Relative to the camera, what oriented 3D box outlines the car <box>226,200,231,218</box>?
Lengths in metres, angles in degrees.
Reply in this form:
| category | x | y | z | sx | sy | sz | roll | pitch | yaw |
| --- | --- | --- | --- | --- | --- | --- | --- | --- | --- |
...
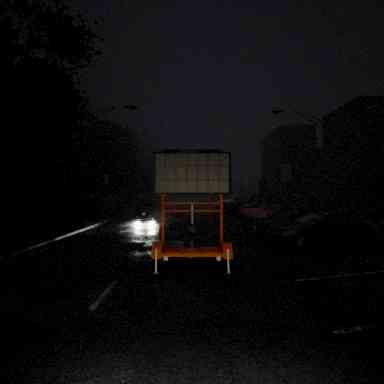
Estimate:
| category | x | y | z | sx | sy | sz | roll | pitch | yaw |
| --- | --- | --- | --- | --- | --- | --- | --- | --- | --- |
| car | 5.365 | 1.538 | 25.810 | 4.674 | 1.452 | 2.002 | 1 | 0 | -20 |

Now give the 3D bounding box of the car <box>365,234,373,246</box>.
| category | x | y | z | sx | sy | sz | roll | pitch | yaw |
| --- | --- | --- | --- | --- | --- | --- | --- | --- | --- |
| car | 5.314 | 1.487 | 4.800 | 4.892 | 1.521 | 2.231 | 1 | 0 | -20 |

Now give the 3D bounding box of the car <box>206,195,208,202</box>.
| category | x | y | z | sx | sy | sz | roll | pitch | yaw |
| --- | --- | --- | --- | --- | --- | --- | --- | --- | --- |
| car | 5.497 | 1.583 | 55.839 | 5.008 | 1.535 | 2.097 | 1 | -1 | -20 |

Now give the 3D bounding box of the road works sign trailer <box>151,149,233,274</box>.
| category | x | y | z | sx | sy | sz | roll | pitch | yaw |
| --- | --- | --- | --- | --- | --- | --- | --- | --- | --- |
| road works sign trailer | 0.009 | 0.465 | 10.529 | 2.380 | 3.560 | 2.880 | 0 | 0 | 0 |

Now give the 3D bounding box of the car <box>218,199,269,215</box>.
| category | x | y | z | sx | sy | sz | roll | pitch | yaw |
| --- | --- | --- | --- | --- | --- | --- | --- | --- | --- |
| car | 5.384 | 1.545 | 34.803 | 4.792 | 1.488 | 2.163 | 1 | 0 | -20 |

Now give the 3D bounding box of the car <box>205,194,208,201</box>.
| category | x | y | z | sx | sy | sz | roll | pitch | yaw |
| --- | --- | --- | --- | --- | --- | --- | --- | --- | --- |
| car | 5.347 | 1.613 | 64.784 | 5.366 | 1.575 | 1.946 | 1 | 0 | -20 |

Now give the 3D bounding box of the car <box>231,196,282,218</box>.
| category | x | y | z | sx | sy | sz | roll | pitch | yaw |
| --- | --- | --- | --- | --- | --- | --- | --- | --- | --- |
| car | 5.388 | 1.369 | 22.813 | 4.553 | 1.767 | 2.185 | 1 | 0 | -20 |

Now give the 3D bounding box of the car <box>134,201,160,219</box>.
| category | x | y | z | sx | sy | sz | roll | pitch | yaw |
| --- | --- | --- | --- | --- | --- | --- | --- | --- | --- |
| car | -3.864 | 1.509 | 29.023 | 2.128 | 1.511 | 4.902 | 0 | 0 | 0 |

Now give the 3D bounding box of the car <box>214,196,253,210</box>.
| category | x | y | z | sx | sy | sz | roll | pitch | yaw |
| --- | --- | --- | --- | --- | --- | --- | --- | --- | --- |
| car | 5.425 | 1.414 | 43.819 | 4.553 | 1.767 | 2.185 | 1 | 0 | -20 |

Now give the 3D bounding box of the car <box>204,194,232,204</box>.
| category | x | y | z | sx | sy | sz | roll | pitch | yaw |
| --- | --- | --- | --- | --- | --- | --- | --- | --- | --- |
| car | 5.549 | 1.391 | 70.877 | 5.566 | 2.045 | 2.435 | 1 | 0 | -20 |

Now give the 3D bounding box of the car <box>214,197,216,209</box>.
| category | x | y | z | sx | sy | sz | roll | pitch | yaw |
| --- | --- | --- | --- | --- | --- | --- | --- | --- | --- |
| car | 5.223 | 1.503 | 31.746 | 5.366 | 1.575 | 1.946 | 1 | 0 | -20 |

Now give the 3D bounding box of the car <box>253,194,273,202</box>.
| category | x | y | z | sx | sy | sz | roll | pitch | yaw |
| --- | --- | --- | --- | --- | --- | --- | --- | --- | --- |
| car | 18.548 | 1.463 | 86.843 | 2.435 | 2.045 | 5.566 | 0 | 0 | -21 |

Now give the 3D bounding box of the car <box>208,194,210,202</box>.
| category | x | y | z | sx | sy | sz | roll | pitch | yaw |
| --- | --- | --- | --- | --- | --- | --- | --- | --- | --- |
| car | 5.528 | 1.447 | 52.837 | 4.553 | 1.767 | 2.185 | 1 | 0 | -20 |

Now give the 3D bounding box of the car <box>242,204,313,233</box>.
| category | x | y | z | sx | sy | sz | roll | pitch | yaw |
| --- | --- | --- | --- | --- | --- | --- | --- | --- | --- |
| car | 5.304 | 1.518 | 16.792 | 4.792 | 1.488 | 2.163 | 1 | 0 | -20 |

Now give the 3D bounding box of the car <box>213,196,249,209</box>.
| category | x | y | z | sx | sy | sz | roll | pitch | yaw |
| --- | --- | --- | --- | --- | --- | --- | --- | --- | --- |
| car | 5.439 | 1.424 | 46.820 | 4.553 | 1.767 | 2.185 | 1 | 0 | -20 |

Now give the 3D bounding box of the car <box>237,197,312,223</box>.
| category | x | y | z | sx | sy | sz | roll | pitch | yaw |
| --- | --- | --- | --- | --- | --- | --- | --- | --- | --- |
| car | 5.375 | 1.366 | 19.812 | 4.553 | 1.767 | 2.185 | 1 | 0 | -20 |

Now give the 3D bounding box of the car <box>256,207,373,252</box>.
| category | x | y | z | sx | sy | sz | roll | pitch | yaw |
| --- | --- | --- | --- | --- | --- | --- | --- | --- | --- |
| car | 5.325 | 1.528 | 13.800 | 4.674 | 1.452 | 2.002 | 1 | 0 | -20 |

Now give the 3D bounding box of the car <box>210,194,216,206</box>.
| category | x | y | z | sx | sy | sz | roll | pitch | yaw |
| --- | --- | --- | --- | --- | --- | --- | --- | --- | --- |
| car | 5.405 | 1.271 | 37.805 | 5.566 | 2.045 | 2.435 | 1 | 0 | -20 |

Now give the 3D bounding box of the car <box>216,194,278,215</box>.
| category | x | y | z | sx | sy | sz | roll | pitch | yaw |
| --- | --- | --- | --- | --- | --- | --- | --- | --- | --- |
| car | 5.373 | 1.252 | 28.788 | 5.566 | 2.045 | 2.435 | 1 | 0 | -20 |
